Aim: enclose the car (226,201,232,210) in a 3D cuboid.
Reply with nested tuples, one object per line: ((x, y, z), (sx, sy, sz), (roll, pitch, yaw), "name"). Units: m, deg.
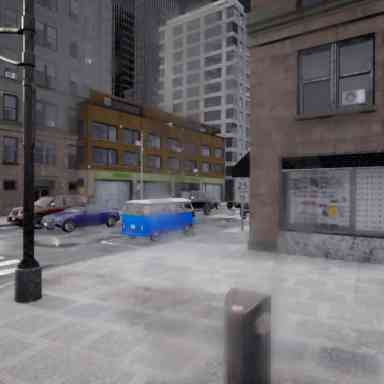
((5.485, 1.178, 35.344), (1.895, 1.301, 4.718), (1, 1, 36), "car")

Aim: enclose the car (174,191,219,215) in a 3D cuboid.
((-0.376, 0.924, 27.056), (2.150, 2.045, 5.566), (0, 1, 35), "car")

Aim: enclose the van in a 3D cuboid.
((-1.406, 1.208, 15.425), (1.690, 1.788, 3.998), (1, 1, 35), "van")

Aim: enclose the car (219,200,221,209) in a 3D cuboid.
((1.341, 1.167, 34.091), (1.947, 1.339, 4.313), (1, 2, 35), "car")

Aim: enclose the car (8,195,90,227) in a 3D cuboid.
((-8.368, 1.123, 20.344), (2.192, 1.841, 5.009), (1, 1, 35), "car")

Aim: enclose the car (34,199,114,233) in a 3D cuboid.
((-6.145, 1.351, 18.898), (1.812, 1.442, 4.674), (0, 1, 35), "car")

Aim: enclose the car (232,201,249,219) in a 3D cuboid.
((5.066, 1.280, 24.589), (2.008, 1.369, 4.403), (1, 1, 35), "car")
